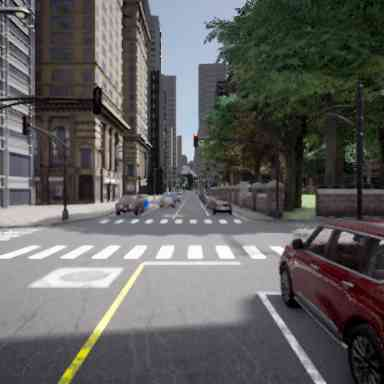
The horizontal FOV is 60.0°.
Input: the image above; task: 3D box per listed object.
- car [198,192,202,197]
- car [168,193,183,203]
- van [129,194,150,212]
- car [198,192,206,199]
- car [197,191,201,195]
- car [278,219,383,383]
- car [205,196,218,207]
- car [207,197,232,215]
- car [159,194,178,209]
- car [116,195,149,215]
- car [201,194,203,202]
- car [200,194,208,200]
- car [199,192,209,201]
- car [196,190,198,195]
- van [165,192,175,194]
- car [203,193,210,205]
[{"bbox_3d":[2.761,1.243,63.936,1.947,1.339,4.313,0,0,0],"label":"car"},{"bbox_3d":[-3.029,1.305,59.430,1.895,1.301,4.718,0,0,0],"label":"car"},{"bbox_3d":[-5.763,1.169,36.852,1.690,1.788,3.998,0,0,0],"label":"van"},{"bbox_3d":[2.761,0.947,91.036,1.967,1.590,4.097,0,0,0],"label":"car"},{"bbox_3d":[2.762,0.959,69.354,2.192,1.841,5.009,0,0,0],"label":"car"},{"bbox_3d":[2.763,1.295,4.855,2.192,1.841,5.009,0,0,0],"label":"car"},{"bbox_3d":[2.762,1.410,36.834,1.802,1.307,4.206,0,0,0],"label":"car"},{"bbox_3d":[2.762,1.421,31.414,1.947,1.339,4.313,0,0,0],"label":"car"},{"bbox_3d":[-3.078,1.326,42.219,1.812,1.442,4.674,0,0,0],"label":"car"},{"bbox_3d":[-5.763,1.171,31.432,2.192,1.841,5.009,0,0,0],"label":"car"},{"bbox_3d":[2.762,1.322,53.095,1.802,1.307,4.206,0,0,0],"label":"car"},{"bbox_3d":[2.761,1.101,80.366,1.752,1.417,4.829,0,0,0],"label":"car"},{"bbox_3d":[2.761,1.254,58.515,1.887,1.381,4.507,0,0,0],"label":"car"},{"bbox_3d":[2.761,0.857,85.615,2.192,1.841,5.009,0,0,0],"label":"car"},{"bbox_3d":[-5.764,0.918,80.214,1.690,1.788,3.998,0,0,0],"label":"van"},{"bbox_3d":[2.762,1.240,42.254,1.967,1.590,4.097,0,0,0],"label":"car"}]
